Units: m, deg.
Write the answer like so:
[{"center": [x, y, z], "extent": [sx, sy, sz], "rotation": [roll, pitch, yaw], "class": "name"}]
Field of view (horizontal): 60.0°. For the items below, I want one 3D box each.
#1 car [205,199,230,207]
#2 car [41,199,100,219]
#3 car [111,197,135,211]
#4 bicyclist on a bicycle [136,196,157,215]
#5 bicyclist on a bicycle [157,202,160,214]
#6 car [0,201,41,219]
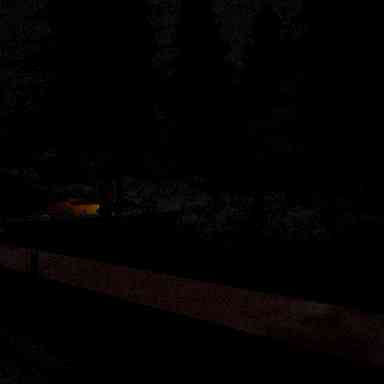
[{"center": [3.520, 1.589, 45.109], "extent": [1.994, 1.385, 4.181], "rotation": [0, -1, 45], "class": "car"}, {"center": [-9.531, 1.312, 27.791], "extent": [1.882, 1.535, 5.008], "rotation": [0, 0, 35], "class": "car"}, {"center": [-8.277, 1.325, 35.889], "extent": [2.128, 1.511, 4.902], "rotation": [0, 0, 36], "class": "car"}, {"center": [-4.072, 1.139, 28.424], "extent": [1.656, 1.620, 0.582], "rotation": [0, 0, 15], "class": "bicyclist on a bicycle"}, {"center": [-3.511, 1.140, 28.907], "extent": [1.656, 1.620, 0.582], "rotation": [0, 0, 22], "class": "bicyclist on a bicycle"}, {"center": [-14.331, 1.435, 27.403], "extent": [1.895, 1.301, 4.718], "rotation": [0, 0, 35], "class": "car"}]
